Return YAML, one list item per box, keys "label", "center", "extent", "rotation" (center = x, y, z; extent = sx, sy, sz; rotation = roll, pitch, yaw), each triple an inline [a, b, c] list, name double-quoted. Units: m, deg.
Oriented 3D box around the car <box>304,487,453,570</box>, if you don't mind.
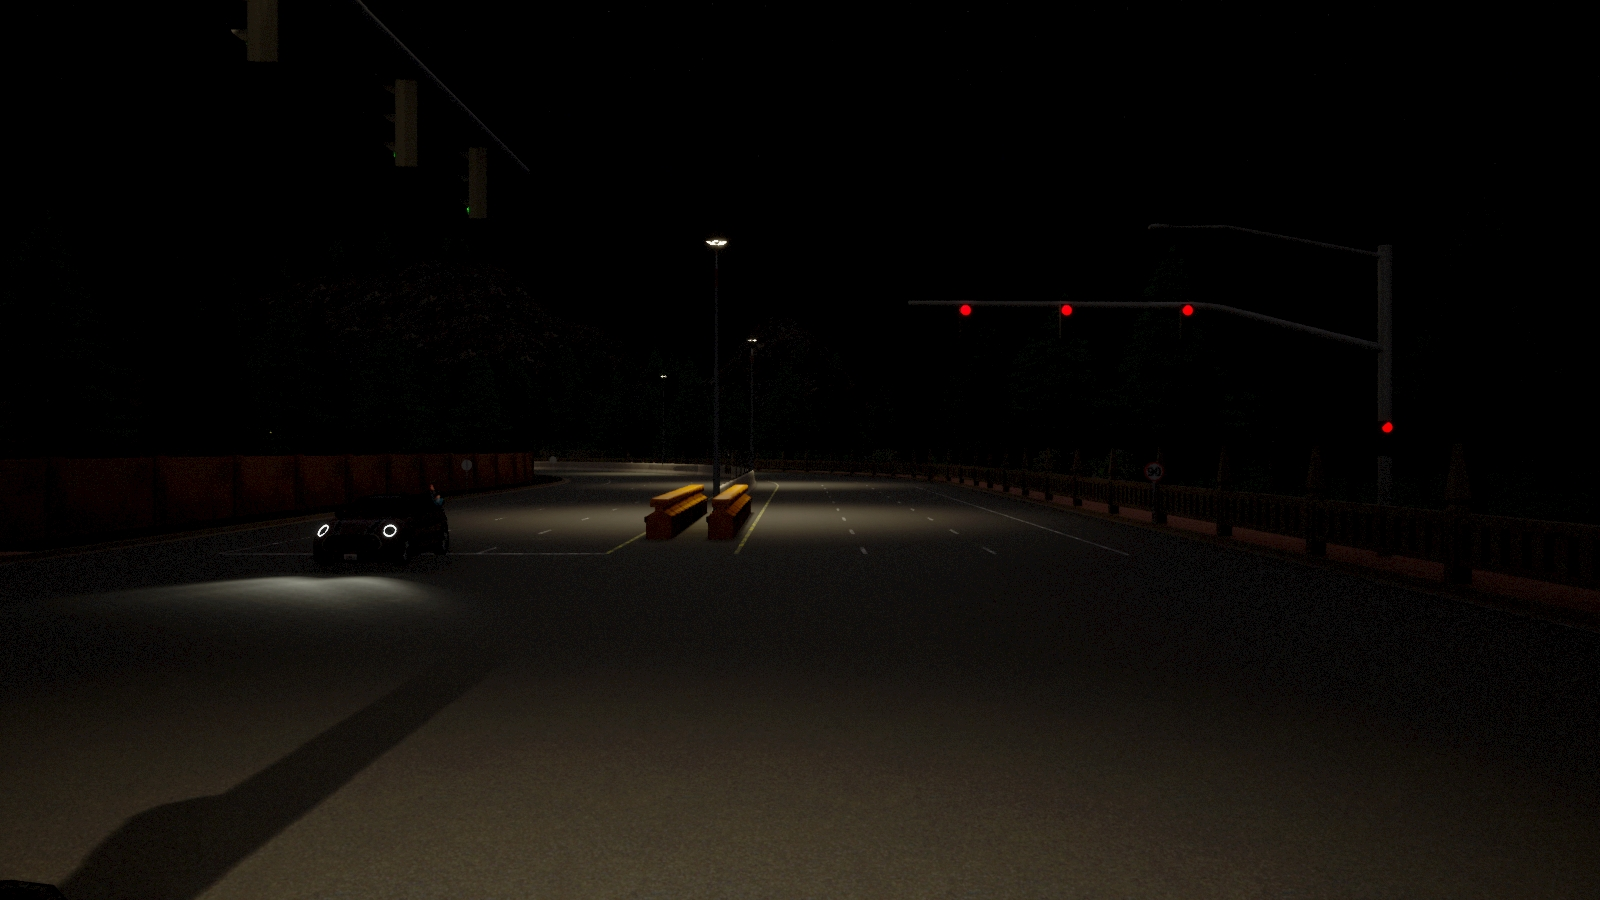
- label: "car"
  center: [-10.504, 1.906, 28.861]
  extent: [2.097, 1.767, 4.553]
  rotation: [0, 0, 0]
